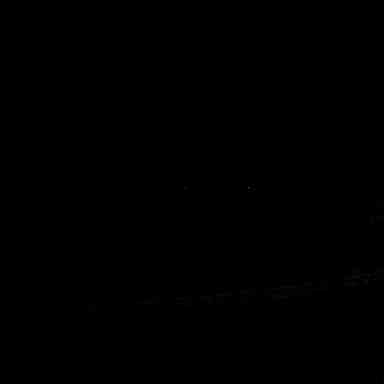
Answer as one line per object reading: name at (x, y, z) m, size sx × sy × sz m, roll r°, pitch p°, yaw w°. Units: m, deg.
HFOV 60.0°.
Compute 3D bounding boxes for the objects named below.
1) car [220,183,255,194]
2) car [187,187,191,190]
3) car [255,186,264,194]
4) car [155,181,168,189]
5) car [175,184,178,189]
car at (5.956, -0.602, 48.297) m, size 4.902 × 1.511 × 2.128 m, roll 5°, pitch 1°, yaw 33°
car at (-3.379, -1.546, 94.294) m, size 4.553 × 1.767 × 2.185 m, roll 4°, pitch 1°, yaw -7°
car at (8.616, -0.322, 51.162) m, size 1.895 × 1.301 × 4.718 m, roll 4°, pitch 1°, yaw -44°
car at (-7.249, -1.506, 76.867) m, size 4.892 × 1.521 × 2.231 m, roll 4°, pitch 1°, yaw -9°
car at (-6.653, -1.740, 79.769) m, size 5.566 × 2.045 × 2.435 m, roll 4°, pitch 1°, yaw -8°
